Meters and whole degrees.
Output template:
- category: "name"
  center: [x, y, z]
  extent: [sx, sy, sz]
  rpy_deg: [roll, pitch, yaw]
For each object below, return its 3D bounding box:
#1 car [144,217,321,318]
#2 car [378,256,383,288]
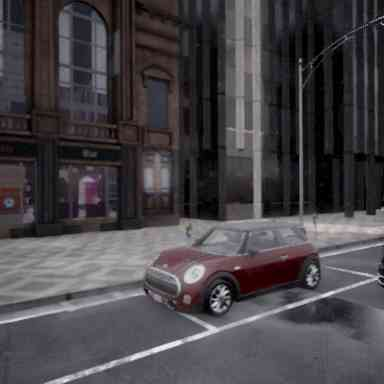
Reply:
- category: "car"
  center: [0.978, 1.430, 7.363]
  extent: [4.097, 1.590, 1.967]
  rpy_deg: [-1, 0, -36]
- category: "car"
  center: [6.189, 1.449, 7.704]
  extent: [4.892, 1.490, 1.837]
  rpy_deg: [-1, 0, -36]
